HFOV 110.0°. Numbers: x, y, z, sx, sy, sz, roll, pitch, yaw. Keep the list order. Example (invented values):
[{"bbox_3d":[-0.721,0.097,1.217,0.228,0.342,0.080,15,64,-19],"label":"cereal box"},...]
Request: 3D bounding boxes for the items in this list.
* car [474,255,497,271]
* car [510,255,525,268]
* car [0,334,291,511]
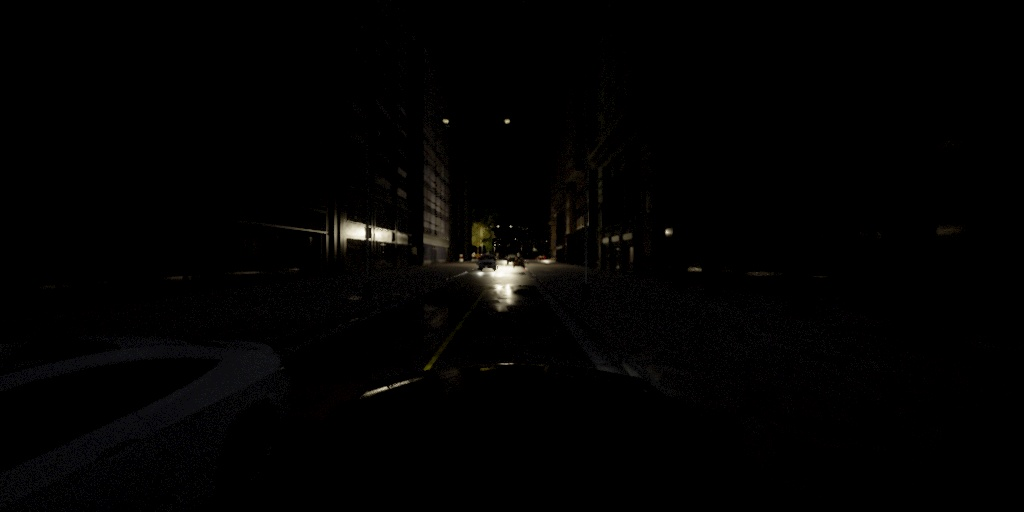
[{"bbox_3d":[-3.074,0.860,45.363,2.150,2.045,5.566,0,0,0],"label":"car"},{"bbox_3d":[1.051,1.067,54.767,1.801,1.575,5.366,0,0,0],"label":"car"},{"bbox_3d":[-3.099,1.275,1.759,1.812,1.442,4.674,0,0,0],"label":"car"}]
